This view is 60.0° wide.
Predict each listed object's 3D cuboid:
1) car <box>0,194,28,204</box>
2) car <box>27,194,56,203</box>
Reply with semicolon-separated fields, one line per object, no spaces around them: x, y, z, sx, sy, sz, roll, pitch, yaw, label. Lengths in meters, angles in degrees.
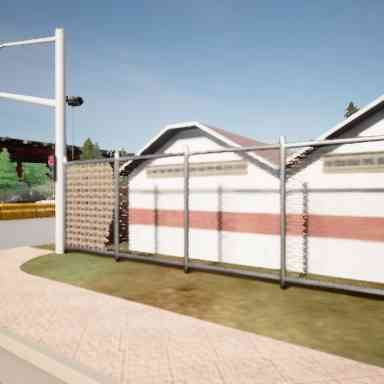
-20.502;1.315;40.399;2.150;2.045;5.566;0;0;34;car
-14.590;1.299;36.642;2.150;2.045;5.566;0;0;34;car
